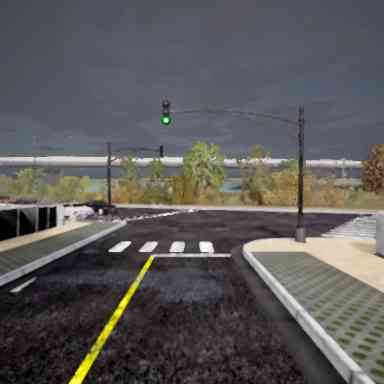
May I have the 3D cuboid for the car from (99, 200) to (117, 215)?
[{"bbox_3d":[-10.389,1.634,36.709,5.008,1.535,1.882,-1,2,36],"label":"car"}]

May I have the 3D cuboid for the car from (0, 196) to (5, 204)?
[{"bbox_3d":[-38.969,1.654,65.613,4.892,1.490,1.837,-1,2,36],"label":"car"}]

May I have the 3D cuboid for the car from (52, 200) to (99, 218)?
[{"bbox_3d":[-11.874,1.786,33.768,4.674,1.442,1.812,0,2,38],"label":"car"}]

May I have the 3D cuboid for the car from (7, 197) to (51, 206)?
[{"bbox_3d":[-19.192,1.681,39.083,4.553,1.767,2.097,-1,2,36],"label":"car"}]

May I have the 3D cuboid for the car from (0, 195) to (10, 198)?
[{"bbox_3d":[-28.302,1.549,49.770,5.566,2.045,2.150,-1,1,36],"label":"car"}]

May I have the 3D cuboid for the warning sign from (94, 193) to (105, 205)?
[{"bbox_3d":[-14.251,1.050,51.202,1.060,1.860,1.300,2,1,36],"label":"warning sign"}]

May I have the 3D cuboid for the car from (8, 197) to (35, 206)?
[{"bbox_3d":[-30.531,1.666,59.487,4.902,1.511,2.128,-1,2,36],"label":"car"}]

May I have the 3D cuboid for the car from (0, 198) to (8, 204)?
[{"bbox_3d":[-26.894,1.889,44.702,4.902,1.511,2.128,0,2,36],"label":"car"}]

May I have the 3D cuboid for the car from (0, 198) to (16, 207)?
[{"bbox_3d":[-32.443,1.772,56.864,4.902,1.511,2.128,-1,2,36],"label":"car"}]
